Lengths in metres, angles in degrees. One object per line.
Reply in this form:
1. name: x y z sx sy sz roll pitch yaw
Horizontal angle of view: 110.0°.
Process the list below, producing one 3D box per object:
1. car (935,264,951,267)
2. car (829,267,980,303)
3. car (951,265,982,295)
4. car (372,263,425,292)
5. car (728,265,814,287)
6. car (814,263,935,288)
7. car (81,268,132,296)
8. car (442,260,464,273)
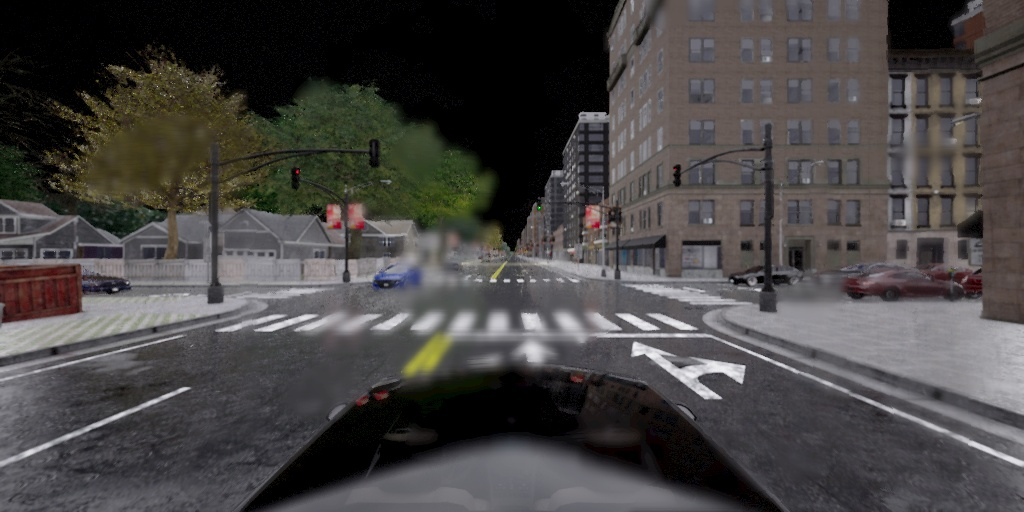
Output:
1. car: 27.424 1.216 23.164 4.507 1.381 1.888 0 0 0
2. car: 16.389 1.243 15.139 4.207 1.307 1.802 0 0 0
3. car: 21.908 1.099 15.139 4.097 1.591 1.967 0 0 0
4. car: -6.491 1.210 20.968 1.882 1.535 5.008 0 0 0
5. car: 16.388 1.240 23.164 4.313 1.339 1.948 0 0 0
6. car: 20.504 1.160 20.625 4.902 1.511 2.128 0 0 0
7. car: -21.929 1.248 17.404 5.357 1.411 2.033 0 0 0
8. car: -6.486 1.155 40.080 2.033 1.411 5.357 0 0 0
